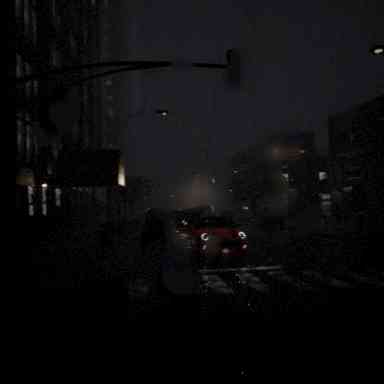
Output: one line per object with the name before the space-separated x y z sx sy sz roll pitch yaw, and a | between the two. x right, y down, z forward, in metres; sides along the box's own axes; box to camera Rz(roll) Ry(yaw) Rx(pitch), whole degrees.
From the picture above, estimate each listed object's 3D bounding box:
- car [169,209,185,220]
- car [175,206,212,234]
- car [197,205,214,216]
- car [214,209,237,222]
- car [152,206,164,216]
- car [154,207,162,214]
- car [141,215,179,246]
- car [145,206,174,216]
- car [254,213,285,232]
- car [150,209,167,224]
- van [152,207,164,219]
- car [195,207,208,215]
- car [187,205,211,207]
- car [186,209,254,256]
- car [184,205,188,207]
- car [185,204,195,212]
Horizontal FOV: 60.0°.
car | -2.179 3.233 47.948 2.033 1.411 5.357 -1 -2 -5
car | 0.057 2.266 26.020 2.097 1.767 4.553 -1 -2 -6
car | 2.362 3.259 59.352 2.192 1.841 5.009 -2 -2 -6
car | 4.191 2.888 42.112 2.008 1.369 4.403 -2 -2 -6
car | -6.548 3.630 63.982 2.192 1.841 5.009 -2 -2 -6
car | -8.272 4.439 80.479 1.887 1.381 4.507 -2 -2 -6
car | -2.049 2.334 19.952 1.947 1.339 4.313 -2 -2 -6
car | -3.110 2.445 30.242 2.192 1.841 5.009 -2 -2 -6
car | 5.964 2.330 26.353 2.008 1.369 4.403 -2 -2 -6
car | -4.170 2.956 41.249 1.967 1.590 4.097 -2 -2 -6
van | -5.393 3.269 52.979 1.690 1.788 3.998 -2 -2 -6
car | 1.775 3.668 65.016 1.752 1.417 4.829 -2 -2 -6
car | 0.967 2.946 47.544 2.097 1.767 4.553 -1 -2 -6
car | 1.140 1.906 15.812 2.097 1.767 4.553 -1 -2 -6
car | -0.130 3.471 57.510 1.812 1.442 4.674 -1 -2 -6
car | -0.525 4.226 86.857 2.192 1.841 5.009 -2 -2 -6
